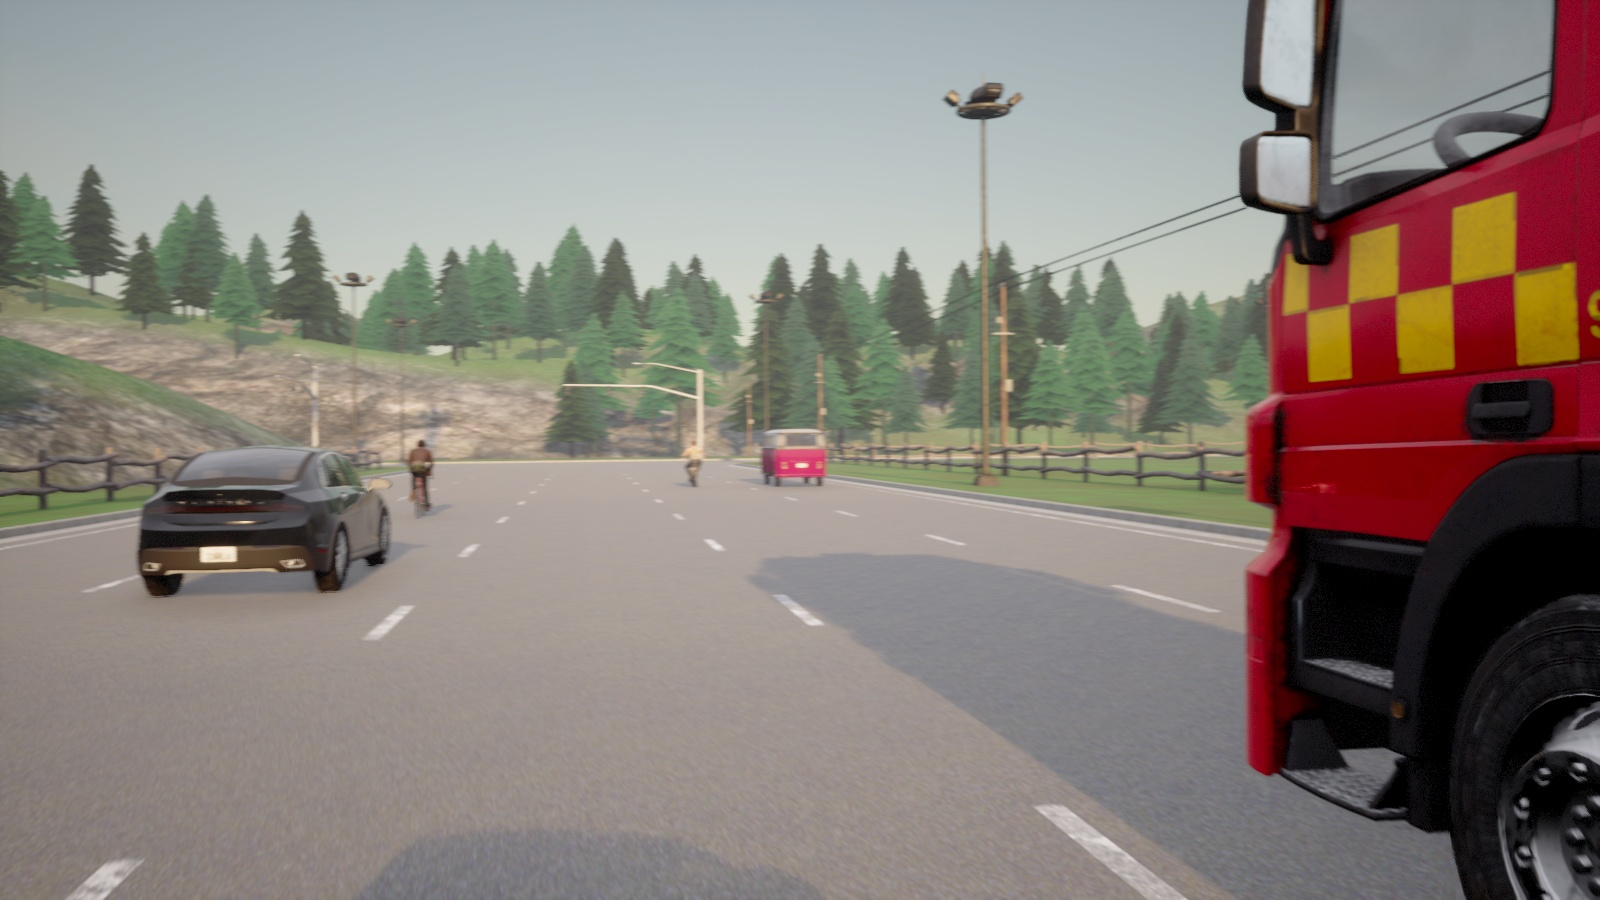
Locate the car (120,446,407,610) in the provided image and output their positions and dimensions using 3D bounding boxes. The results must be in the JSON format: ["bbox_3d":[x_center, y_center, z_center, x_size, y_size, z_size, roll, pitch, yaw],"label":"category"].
[{"bbox_3d":[-5.747,0.710,14.139,1.837,1.490,4.892,0,0,-9],"label":"car"}]

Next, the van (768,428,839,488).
[{"bbox_3d":[0.065,0.243,43.956,1.775,1.987,4.442,0,0,-9],"label":"van"}]

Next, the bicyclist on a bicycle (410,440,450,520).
[{"bbox_3d":[-7.692,0.601,26.165,0.582,1.620,1.656,0,0,-9],"label":"bicyclist on a bicycle"}]

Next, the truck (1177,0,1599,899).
[{"bbox_3d":[3.508,-0.447,0.705,2.891,3.827,8.468,0,0,-9],"label":"truck"}]
